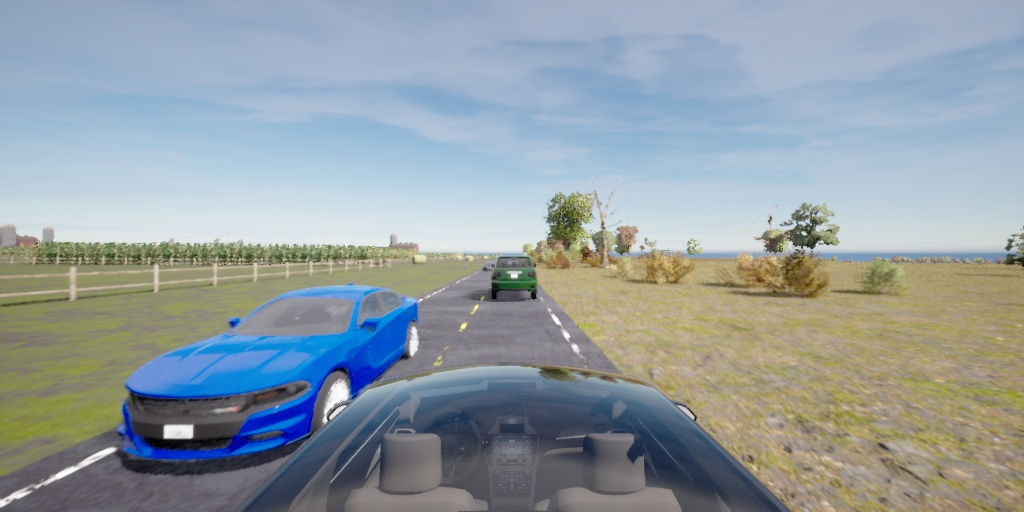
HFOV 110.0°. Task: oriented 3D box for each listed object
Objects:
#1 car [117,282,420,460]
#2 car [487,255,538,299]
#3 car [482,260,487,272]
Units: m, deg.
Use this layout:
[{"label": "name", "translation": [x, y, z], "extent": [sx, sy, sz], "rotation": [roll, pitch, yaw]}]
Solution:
[{"label": "car", "translation": [-2.849, 1.226, 5.560], "extent": [1.882, 1.535, 5.008], "rotation": [0, 0, 0]}, {"label": "car", "translation": [0.102, 0.965, 18.321], "extent": [2.150, 2.045, 5.566], "rotation": [0, 0, 0]}, {"label": "car", "translation": [-2.827, 1.259, 47.130], "extent": [1.812, 1.442, 4.674], "rotation": [0, 0, 0]}]
